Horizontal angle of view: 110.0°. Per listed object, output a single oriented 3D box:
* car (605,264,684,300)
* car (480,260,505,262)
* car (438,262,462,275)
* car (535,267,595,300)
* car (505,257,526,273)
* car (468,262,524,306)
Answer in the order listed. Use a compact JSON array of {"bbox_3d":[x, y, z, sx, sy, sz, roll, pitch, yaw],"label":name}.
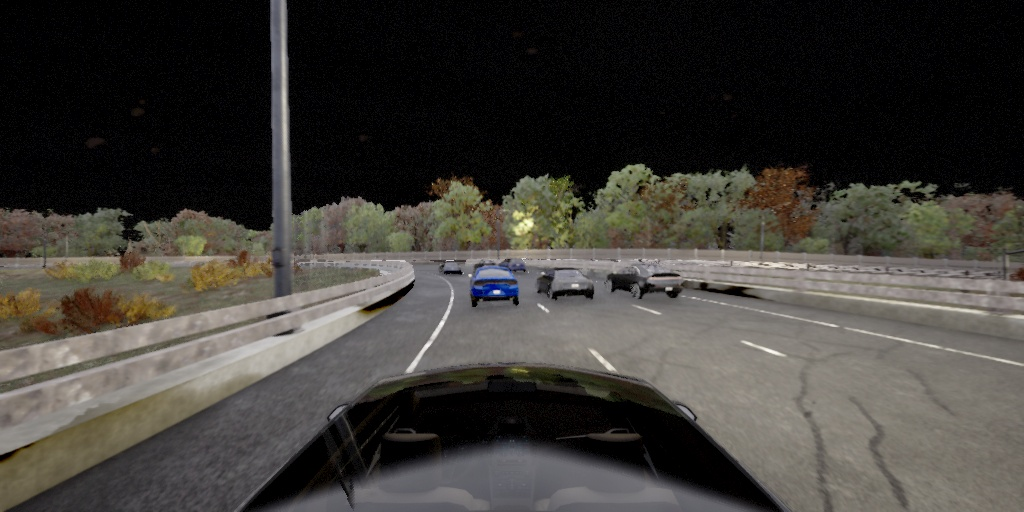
[{"bbox_3d":[5.992,1.111,16.826,2.128,1.511,4.902,-1,0,-8],"label":"car"},{"bbox_3d":[-2.818,1.173,38.550,2.128,1.511,4.902,-1,0,-19],"label":"car"},{"bbox_3d":[-6.869,1.301,39.403,1.994,1.385,4.181,-1,0,-21],"label":"car"},{"bbox_3d":[2.411,1.234,17.259,1.994,1.385,4.181,-1,0,-8],"label":"car"},{"bbox_3d":[-0.082,0.987,41.158,2.097,1.767,4.553,-1,0,-20],"label":"car"},{"bbox_3d":[-0.894,1.199,15.865,1.882,1.535,5.008,-1,0,-8],"label":"car"}]
